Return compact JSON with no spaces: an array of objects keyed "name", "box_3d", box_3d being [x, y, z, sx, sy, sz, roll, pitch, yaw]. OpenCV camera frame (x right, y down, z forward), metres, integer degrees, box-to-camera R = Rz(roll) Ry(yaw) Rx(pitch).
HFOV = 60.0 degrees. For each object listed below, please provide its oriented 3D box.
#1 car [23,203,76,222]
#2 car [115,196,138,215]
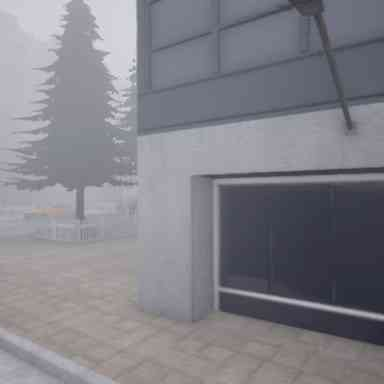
[{"name":"car","box_3d":[-12.068,1.718,28.891,1.882,1.535,5.008,-1,0,34]},{"name":"car","box_3d":[-6.153,1.464,37.717,2.150,2.045,5.566,-1,0,34]}]
